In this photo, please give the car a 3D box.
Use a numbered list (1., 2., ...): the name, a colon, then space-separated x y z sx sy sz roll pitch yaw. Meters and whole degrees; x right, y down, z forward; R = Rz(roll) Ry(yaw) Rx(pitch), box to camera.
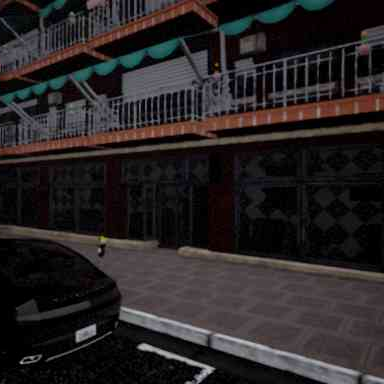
1. car: -3.314 1.551 5.593 4.892 1.490 1.837 -1 0 35
